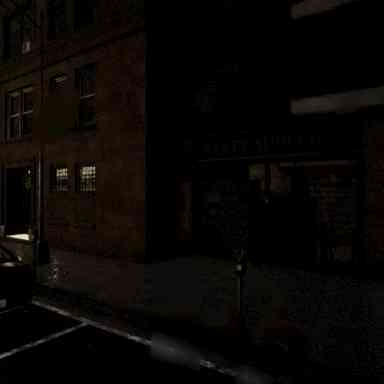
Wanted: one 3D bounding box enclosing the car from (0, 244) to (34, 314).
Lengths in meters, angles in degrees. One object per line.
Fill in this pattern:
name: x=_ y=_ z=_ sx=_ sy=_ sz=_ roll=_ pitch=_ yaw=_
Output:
car: x=-4.837 y=1.550 z=6.518 sx=4.403 sy=1.369 sz=2.008 roll=0 pitch=0 yaw=35
